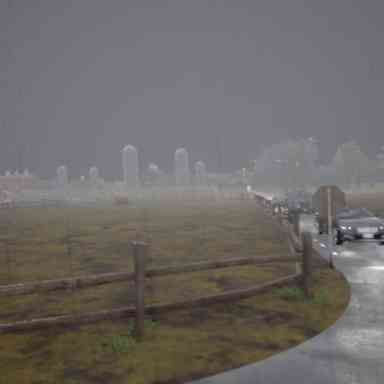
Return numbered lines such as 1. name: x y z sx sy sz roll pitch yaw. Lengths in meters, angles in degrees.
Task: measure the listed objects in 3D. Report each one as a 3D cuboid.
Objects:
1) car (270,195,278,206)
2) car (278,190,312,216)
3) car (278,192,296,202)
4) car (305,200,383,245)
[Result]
1. car: 10.393 1.093 39.376 1.994 1.385 4.181 -2 0 9
2. car: 8.331 0.895 25.912 2.150 2.045 5.566 -2 0 9
3. car: 15.772 0.788 55.402 2.033 1.411 5.357 -2 0 9
4. car: 6.626 1.279 14.325 2.128 1.511 4.902 -2 0 8
